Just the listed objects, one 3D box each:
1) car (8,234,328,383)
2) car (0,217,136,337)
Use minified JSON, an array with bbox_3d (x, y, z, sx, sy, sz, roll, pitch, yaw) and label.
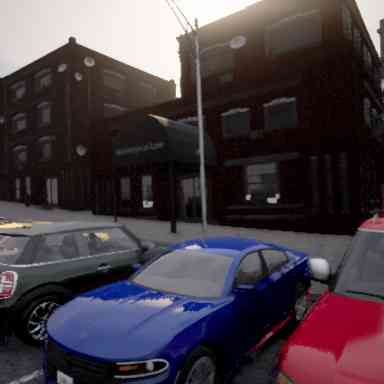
[{"bbox_3d":[0.293,1.503,5.134,2.097,1.535,5.008,0,0,36],"label":"car"},{"bbox_3d":[-2.010,1.367,6.778,2.185,1.767,4.553,1,0,36],"label":"car"}]
